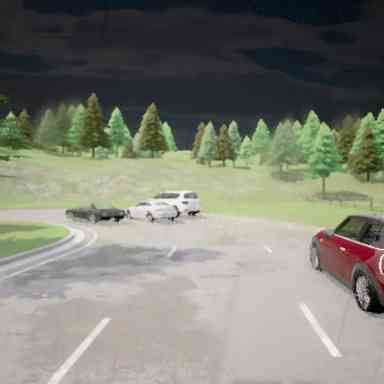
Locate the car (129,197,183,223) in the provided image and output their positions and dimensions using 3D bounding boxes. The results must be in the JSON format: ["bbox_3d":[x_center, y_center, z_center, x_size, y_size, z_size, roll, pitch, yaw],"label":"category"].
[{"bbox_3d":[-2.912,1.286,23.316,1.812,1.442,4.674,0,0,-39],"label":"car"}]

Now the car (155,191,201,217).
[{"bbox_3d":[-1.786,0.945,27.165,5.566,2.045,2.150,1,0,43],"label":"car"}]

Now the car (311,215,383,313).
[{"bbox_3d":[4.265,1.284,7.570,2.097,1.767,4.553,0,1,5],"label":"car"}]

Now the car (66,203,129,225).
[{"bbox_3d":[-6.557,1.364,22.193,4.718,1.301,1.895,1,1,43],"label":"car"}]
